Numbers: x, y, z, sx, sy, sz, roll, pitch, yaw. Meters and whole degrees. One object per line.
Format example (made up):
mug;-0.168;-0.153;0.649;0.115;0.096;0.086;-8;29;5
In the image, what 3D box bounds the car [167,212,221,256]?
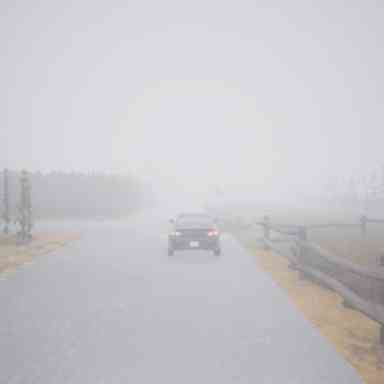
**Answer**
car;0.064;1.483;12.821;1.812;1.442;4.674;0;0;0
